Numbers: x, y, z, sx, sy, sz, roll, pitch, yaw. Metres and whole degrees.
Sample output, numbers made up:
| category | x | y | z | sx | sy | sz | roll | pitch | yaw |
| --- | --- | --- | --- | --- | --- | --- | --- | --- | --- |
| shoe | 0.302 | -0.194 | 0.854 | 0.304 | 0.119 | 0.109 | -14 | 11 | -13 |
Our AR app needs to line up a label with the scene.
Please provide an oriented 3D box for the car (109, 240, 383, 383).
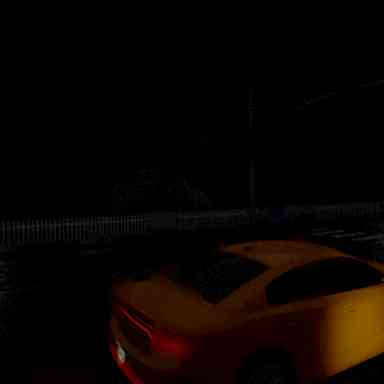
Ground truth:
| category | x | y | z | sx | sy | sz | roll | pitch | yaw |
| --- | --- | --- | --- | --- | --- | --- | --- | --- | --- |
| car | 1.433 | 1.424 | 4.586 | 5.008 | 1.535 | 1.882 | -1 | 1 | -30 |
